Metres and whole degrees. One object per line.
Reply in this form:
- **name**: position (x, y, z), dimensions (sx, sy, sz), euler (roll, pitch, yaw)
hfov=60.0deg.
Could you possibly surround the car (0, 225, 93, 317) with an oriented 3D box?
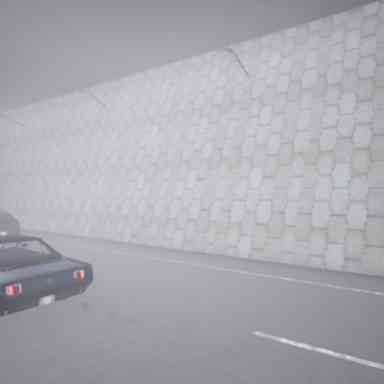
- **car**: position (-4.318, 1.585, 7.071), dimensions (4.718, 1.301, 1.895), euler (0, 0, 36)

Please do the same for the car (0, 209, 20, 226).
- **car**: position (-9.812, 1.470, 15.300), dimensions (4.892, 1.490, 1.837), euler (0, 0, 36)
